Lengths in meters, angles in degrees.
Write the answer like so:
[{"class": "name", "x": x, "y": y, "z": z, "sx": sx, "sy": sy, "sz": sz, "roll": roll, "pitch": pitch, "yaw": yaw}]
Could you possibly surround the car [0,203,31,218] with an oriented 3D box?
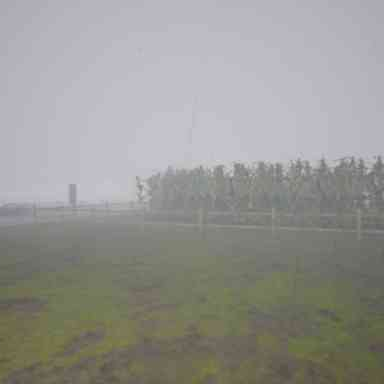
[{"class": "car", "x": -17.065, "y": 1.711, "z": 30.262, "sx": 1.812, "sy": 1.442, "sz": 4.674, "roll": -1, "pitch": 0, "yaw": 29}]
